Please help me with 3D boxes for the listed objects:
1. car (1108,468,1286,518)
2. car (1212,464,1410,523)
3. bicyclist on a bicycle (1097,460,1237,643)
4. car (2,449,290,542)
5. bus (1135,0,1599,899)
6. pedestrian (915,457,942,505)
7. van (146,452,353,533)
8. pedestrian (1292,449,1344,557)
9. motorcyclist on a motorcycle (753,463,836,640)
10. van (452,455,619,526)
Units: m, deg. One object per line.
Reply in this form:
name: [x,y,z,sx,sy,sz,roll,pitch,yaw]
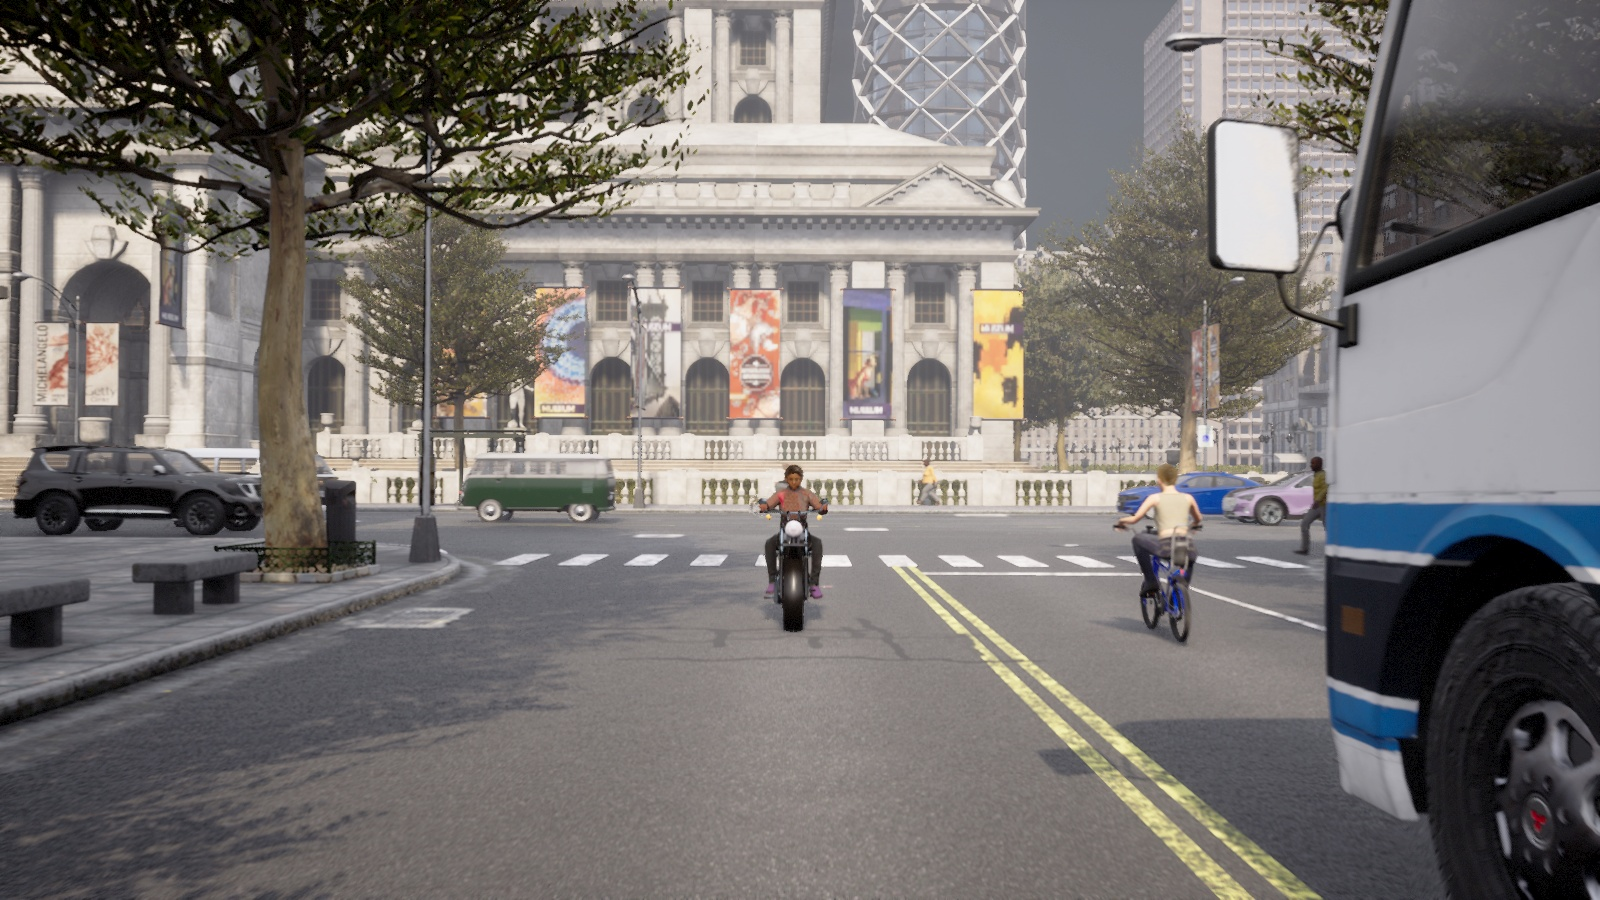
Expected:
car: [12.479,1.343,39.680,5.008,1.535,1.882,0,-1,0]
car: [14.640,1.234,36.178,4.856,1.649,2.033,0,-1,0]
bicyclist on a bicycle: [3.436,0.916,11.910,0.866,1.612,1.509,0,-1,0]
car: [-15.091,1.036,29.224,5.566,2.045,2.150,0,-1,0]
bus: [3.482,-0.573,0.382,3.944,4.253,10.273,0,-2,0]
pedestrian: [4.959,1.188,48.591,0.900,1.855,0.874,0,-1,-5]
van: [-14.269,1.090,32.724,4.480,2.038,2.069,0,-1,0]
pedestrian: [8.926,0.910,21.643,0.726,1.835,0.370,0,-1,0]
motorcyclist on a motorcycle: [-0.056,0.959,12.883,0.766,1.649,2.350,0,-1,0]
van: [-7.558,1.146,36.219,4.442,1.987,1.775,0,-1,0]
